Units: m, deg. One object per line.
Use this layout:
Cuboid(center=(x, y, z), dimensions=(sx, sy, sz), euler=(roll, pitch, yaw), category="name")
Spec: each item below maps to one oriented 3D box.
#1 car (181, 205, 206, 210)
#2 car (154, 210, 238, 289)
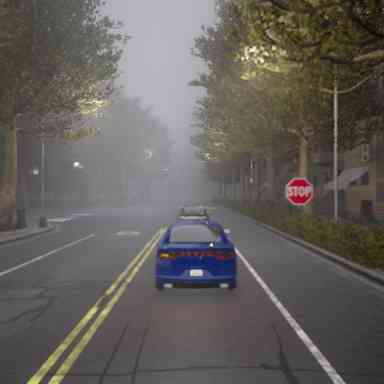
Cuboid(center=(0.069, 1.541, 19.665), dimensions=(2.128, 1.511, 4.902), euler=(0, 0, 0), category="car")
Cuboid(center=(0.087, 1.501, 9.283), dimensions=(1.882, 1.535, 5.008), euler=(0, 0, 0), category="car")
